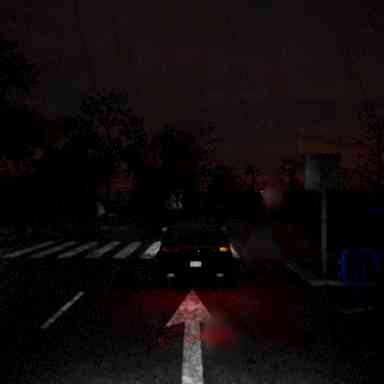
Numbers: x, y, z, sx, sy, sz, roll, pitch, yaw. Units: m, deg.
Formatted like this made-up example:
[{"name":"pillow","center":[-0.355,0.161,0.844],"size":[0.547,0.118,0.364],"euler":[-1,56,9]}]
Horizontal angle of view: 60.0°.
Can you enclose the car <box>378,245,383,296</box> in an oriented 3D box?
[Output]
[{"name":"car","center":[6.018,1.277,5.959],"size":[5.566,2.045,2.435],"euler":[1,-1,-20]}]

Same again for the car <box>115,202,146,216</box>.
[{"name":"car","center":[-5.914,1.865,36.478],"size":[4.892,1.490,1.837],"euler":[2,-1,-5]}]

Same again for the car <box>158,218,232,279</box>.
[{"name":"car","center":[0.080,1.549,10.283],"size":[1.882,1.535,5.008],"euler":[0,0,0]}]
